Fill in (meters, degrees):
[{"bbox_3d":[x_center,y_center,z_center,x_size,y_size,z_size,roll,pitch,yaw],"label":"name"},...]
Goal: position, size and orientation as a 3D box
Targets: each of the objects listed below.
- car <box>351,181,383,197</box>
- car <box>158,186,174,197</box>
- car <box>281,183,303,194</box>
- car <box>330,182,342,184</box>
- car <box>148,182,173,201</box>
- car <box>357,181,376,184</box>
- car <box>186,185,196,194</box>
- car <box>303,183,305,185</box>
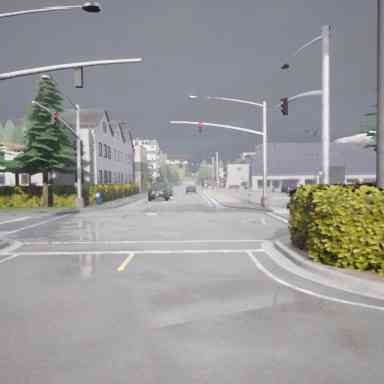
[{"bbox_3d":[22.257,-0.449,42.067,1.932,1.855,4.605,-1,2,0],"label":"car"},{"bbox_3d":[-3.736,-0.150,48.406,1.837,1.490,4.892,-1,2,0],"label":"car"},{"bbox_3d":[15.265,-0.505,52.045,2.007,1.523,4.514,-1,2,0],"label":"car"},{"bbox_3d":[25.304,-1.015,59.458,2.152,1.636,5.027,-1,2,0],"label":"car"},{"bbox_3d":[-3.724,-0.090,38.245,2.150,2.045,5.566,-1,2,0],"label":"car"},{"bbox_3d":[19.012,-0.167,34.186,1.905,1.878,3.866,-1,2,0],"label":"car"},{"bbox_3d":[-0.173,-0.550,58.665,2.128,1.511,4.902,-1,2,0],"label":"car"},{"bbox_3d":[18.890,-0.851,59.105,1.970,1.475,3.806,-1,2,0],"label":"car"}]
